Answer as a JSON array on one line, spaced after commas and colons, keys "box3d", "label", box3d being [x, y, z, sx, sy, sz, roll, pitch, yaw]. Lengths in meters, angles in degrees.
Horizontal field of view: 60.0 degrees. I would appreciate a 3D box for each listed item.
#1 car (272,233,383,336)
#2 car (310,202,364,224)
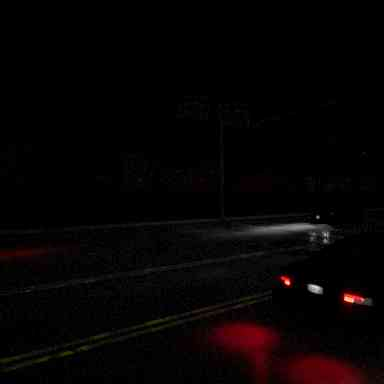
[{"box3d": [3.951, 1.546, 6.587, 5.357, 1.411, 2.033, 0, 0, -35], "label": "car"}, {"box3d": [10.737, 1.487, 24.538, 4.902, 1.511, 2.128, 0, 0, -35], "label": "car"}]
